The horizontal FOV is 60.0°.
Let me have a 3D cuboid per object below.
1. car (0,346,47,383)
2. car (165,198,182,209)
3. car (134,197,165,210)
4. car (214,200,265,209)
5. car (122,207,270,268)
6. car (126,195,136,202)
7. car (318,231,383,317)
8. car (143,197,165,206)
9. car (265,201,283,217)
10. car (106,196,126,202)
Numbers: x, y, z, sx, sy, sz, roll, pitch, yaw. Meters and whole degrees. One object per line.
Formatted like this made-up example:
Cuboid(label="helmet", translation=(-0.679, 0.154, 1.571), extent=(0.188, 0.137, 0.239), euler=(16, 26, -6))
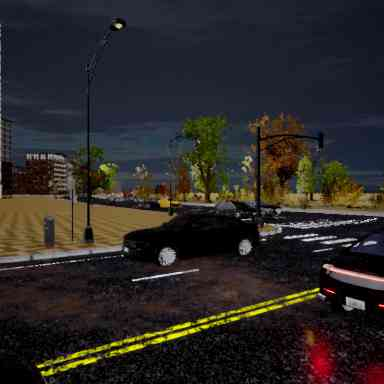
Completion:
Cuboid(label="car", translation=(-3.082, 1.492, 1.210), extent=(4.902, 1.511, 2.128), euler=(0, 0, -35))
Cuboid(label="car", translation=(-3.182, 1.568, 46.814), extent=(1.882, 1.535, 5.008), euler=(0, 0, -31))
Cuboid(label="car", translation=(-5.745, 1.665, 44.775), extent=(1.994, 1.385, 4.181), euler=(0, 0, -31))
Cuboid(label="car", translation=(3.791, 1.561, 29.236), extent=(1.837, 1.490, 4.892), euler=(0, 1, -32))
Cuboid(label="car", translation=(0.104, 1.477, 11.437), extent=(5.008, 1.535, 1.882), euler=(0, 0, -33))
Cuboid(label="car", translation=(-11.118, 1.251, 60.502), extent=(1.882, 1.535, 5.008), euler=(0, 0, -30))
Cuboid(label="car", translation=(4.502, 1.491, 6.453), extent=(4.902, 1.511, 2.128), euler=(0, 0, -34))
Cuboid(label="car", translation=(-6.873, 1.649, 59.873), extent=(2.033, 1.411, 5.357), euler=(0, 0, -30))
Cuboid(label="car", translation=(6.335, 1.537, 31.299), extent=(2.128, 1.511, 4.902), euler=(0, 0, -32))
Cuboid(label="car", translation=(-13.941, 1.374, 58.892), extent=(2.128, 1.511, 4.902), euler=(0, 0, -30))
